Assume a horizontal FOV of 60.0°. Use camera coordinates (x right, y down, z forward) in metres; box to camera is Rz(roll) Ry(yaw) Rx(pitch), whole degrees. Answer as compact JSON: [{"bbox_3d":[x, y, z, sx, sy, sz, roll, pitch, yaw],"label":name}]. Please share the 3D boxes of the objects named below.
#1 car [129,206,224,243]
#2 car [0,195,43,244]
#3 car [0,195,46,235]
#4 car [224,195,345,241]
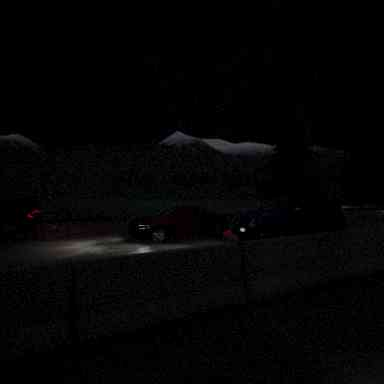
[{"bbox_3d":[-0.547,1.434,15.980,5.008,1.535,1.882,0,0,-32],"label":"car"},{"bbox_3d":[-9.673,1.193,14.183,5.566,2.045,2.150,0,0,-35],"label":"car"},{"bbox_3d":[-10.924,1.185,17.567,5.566,2.045,2.150,0,0,-34],"label":"car"},{"bbox_3d":[4.445,1.176,14.935,5.566,2.045,2.150,0,0,-30],"label":"car"}]
